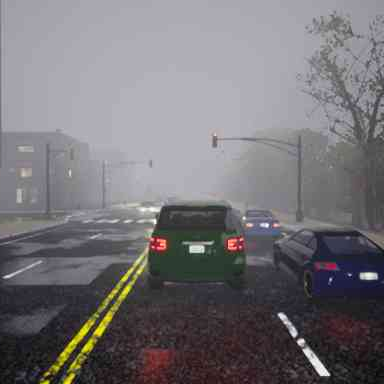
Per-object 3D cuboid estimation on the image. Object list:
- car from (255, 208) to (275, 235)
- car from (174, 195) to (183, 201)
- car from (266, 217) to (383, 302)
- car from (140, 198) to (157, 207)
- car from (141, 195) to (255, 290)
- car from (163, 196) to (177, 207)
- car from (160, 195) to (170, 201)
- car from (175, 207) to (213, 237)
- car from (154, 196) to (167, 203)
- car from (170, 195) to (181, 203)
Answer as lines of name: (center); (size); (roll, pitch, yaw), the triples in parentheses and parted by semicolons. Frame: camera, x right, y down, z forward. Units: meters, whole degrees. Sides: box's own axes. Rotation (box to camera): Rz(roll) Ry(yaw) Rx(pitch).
car: (3.338, 1.534, 17.515); (2.033, 1.411, 5.357); (0, 0, 3)
car: (-3.277, 1.465, 81.331); (1.812, 1.442, 4.674); (0, 0, 0)
car: (3.358, 1.558, 8.288); (1.994, 1.385, 4.181); (0, 0, 0)
car: (-6.561, 1.566, 50.557); (1.895, 1.301, 4.718); (0, 0, 0)
car: (0.111, 1.215, 9.210); (2.150, 2.045, 5.566); (0, 0, 0)
car: (-3.310, 1.442, 50.935); (1.882, 1.535, 5.008); (0, 0, 0)
car: (-6.527, 1.464, 81.994); (2.128, 1.511, 4.902); (0, 0, 0)
car: (0.126, 1.587, 18.969); (1.895, 1.301, 4.718); (0, 0, 0)
car: (-6.503, 1.501, 69.033); (2.033, 1.411, 5.357); (0, 0, 0)
car: (-3.272, 1.433, 66.312); (1.882, 1.535, 5.008); (0, 0, 0)
